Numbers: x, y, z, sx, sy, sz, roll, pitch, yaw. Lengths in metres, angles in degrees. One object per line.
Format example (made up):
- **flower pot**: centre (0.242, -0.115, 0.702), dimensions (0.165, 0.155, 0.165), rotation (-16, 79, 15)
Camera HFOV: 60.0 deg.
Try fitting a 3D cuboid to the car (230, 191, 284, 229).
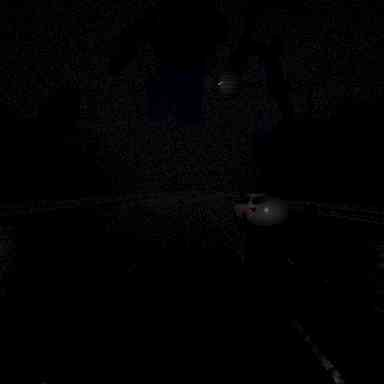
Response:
- **car**: centre (4.087, 1.136, 21.277), dimensions (2.150, 2.045, 5.566), rotation (0, 0, -3)
